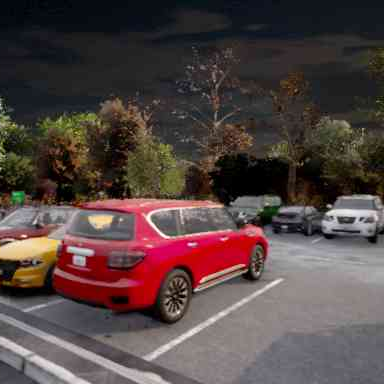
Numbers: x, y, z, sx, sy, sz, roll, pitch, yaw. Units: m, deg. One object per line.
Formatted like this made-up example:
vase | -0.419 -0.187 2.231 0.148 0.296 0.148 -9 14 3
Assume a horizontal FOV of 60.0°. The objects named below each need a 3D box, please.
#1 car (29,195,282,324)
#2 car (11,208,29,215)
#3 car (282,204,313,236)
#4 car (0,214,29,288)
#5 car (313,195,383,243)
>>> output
car | -0.238 1.180 7.446 2.435 2.045 5.566 1 0 35
car | -5.110 1.286 10.868 2.185 1.767 4.553 0 0 35
car | 5.875 1.429 18.102 2.231 1.521 4.892 0 0 35
car | -2.641 1.421 9.103 2.097 1.535 5.008 0 0 35
car | 8.149 1.189 16.479 2.435 2.045 5.566 0 0 35
